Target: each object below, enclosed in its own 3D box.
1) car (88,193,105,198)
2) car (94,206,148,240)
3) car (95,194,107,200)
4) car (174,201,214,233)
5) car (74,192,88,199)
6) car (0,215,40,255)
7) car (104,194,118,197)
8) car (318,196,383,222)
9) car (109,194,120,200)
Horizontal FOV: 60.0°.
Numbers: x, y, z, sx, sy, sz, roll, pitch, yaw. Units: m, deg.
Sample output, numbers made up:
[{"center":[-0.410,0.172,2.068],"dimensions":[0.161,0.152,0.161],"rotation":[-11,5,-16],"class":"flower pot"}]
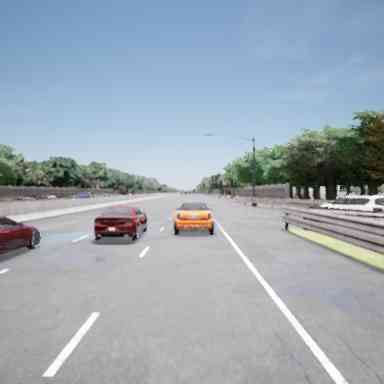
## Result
[{"center":[-21.015,1.392,74.549],"dimensions":[2.128,1.511,4.902],"rotation":[0,0,0],"class":"car"},{"center":[-3.401,1.423,16.620],"dimensions":[1.882,1.535,5.008],"rotation":[0,0,0],"class":"car"},{"center":[-24.574,1.327,90.362],"dimensions":[1.882,1.535,5.008],"rotation":[0,0,0],"class":"car"},{"center":[0.100,1.291,19.083],"dimensions":[2.097,1.767,4.553],"rotation":[0,0,0],"class":"car"},{"center":[-24.515,1.092,74.501],"dimensions":[2.150,2.045,5.566],"rotation":[0,0,0],"class":"car"},{"center":[-6.914,1.485,11.204],"dimensions":[1.812,1.442,4.674],"rotation":[0,0,0],"class":"car"},{"center":[-17.515,1.345,74.567],"dimensions":[1.882,1.535,5.008],"rotation":[0,0,0],"class":"car"},{"center":[11.387,1.276,23.486],"dimensions":[2.150,2.045,5.566],"rotation":[0,0,-24],"class":"car"},{"center":[-21.074,1.350,90.381],"dimensions":[1.837,1.490,4.892],"rotation":[0,0,0],"class":"car"}]
